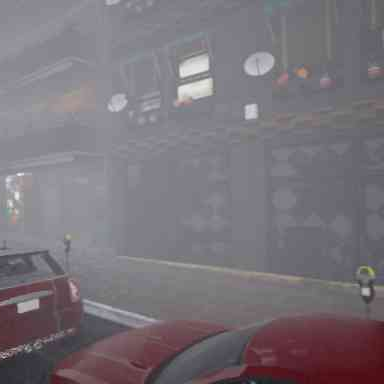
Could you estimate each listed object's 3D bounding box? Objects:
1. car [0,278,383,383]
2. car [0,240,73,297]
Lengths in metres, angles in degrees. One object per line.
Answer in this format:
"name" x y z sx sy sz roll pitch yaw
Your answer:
"car" 0.843 1.549 2.143 4.507 1.381 1.887 -1 -2 36
"car" -3.655 1.490 5.363 4.097 1.590 1.967 -1 -2 36
